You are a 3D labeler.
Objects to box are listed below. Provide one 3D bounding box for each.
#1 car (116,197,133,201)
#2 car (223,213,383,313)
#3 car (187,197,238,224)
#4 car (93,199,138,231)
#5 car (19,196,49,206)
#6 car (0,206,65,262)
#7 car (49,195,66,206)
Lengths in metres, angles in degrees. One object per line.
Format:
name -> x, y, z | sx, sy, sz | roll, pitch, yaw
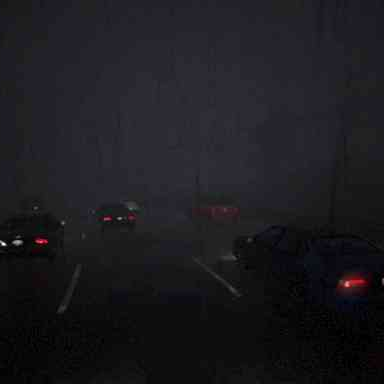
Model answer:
car -> -6.452, 1.235, 30.955 | 1.812, 1.442, 4.674 | 0, 1, -28
car -> 2.624, 1.462, 7.815 | 2.033, 1.411, 5.357 | 0, 1, -13
car -> 1.278, 1.120, 22.930 | 2.097, 1.767, 4.553 | 0, 1, -22
car -> -4.577, 1.368, 19.165 | 2.033, 1.411, 5.357 | 0, 1, -21
car -> -15.842, 1.219, 32.919 | 1.837, 1.490, 4.892 | 0, 0, -33
car -> -5.636, 1.445, 11.725 | 2.033, 1.411, 5.357 | 0, 1, -17
car -> -16.851, 1.120, 40.476 | 1.882, 1.535, 5.008 | -1, 0, -36
